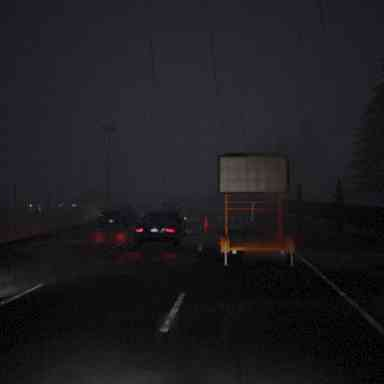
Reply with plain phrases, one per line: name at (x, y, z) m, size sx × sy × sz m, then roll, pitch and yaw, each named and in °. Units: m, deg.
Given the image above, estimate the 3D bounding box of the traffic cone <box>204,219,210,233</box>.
traffic cone at (0.828, 1.949, 18.532) m, size 0.340 × 0.580 × 0.340 m, roll 0°, pitch 0°, yaw 2°

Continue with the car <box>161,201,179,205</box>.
car at (-2.268, 1.587, 34.901) m, size 1.895 × 1.301 × 4.718 m, roll 0°, pitch 0°, yaw -8°

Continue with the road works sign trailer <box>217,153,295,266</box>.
road works sign trailer at (2.082, 0.460, 11.486) m, size 2.380 × 3.560 × 2.880 m, roll 0°, pitch 0°, yaw 2°

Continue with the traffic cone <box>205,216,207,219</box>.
traffic cone at (0.894, 1.948, 20.531) m, size 0.340 × 0.580 × 0.340 m, roll 0°, pitch 0°, yaw 2°

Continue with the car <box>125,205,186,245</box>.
car at (-1.336, 1.542, 15.419) m, size 2.033 × 1.411 × 5.357 m, roll 0°, pitch 0°, yaw 3°

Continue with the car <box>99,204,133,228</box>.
car at (-4.769, 1.517, 21.889) m, size 1.812 × 1.442 × 4.674 m, roll 0°, pitch 0°, yaw 0°
